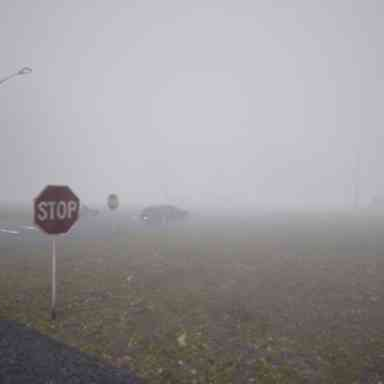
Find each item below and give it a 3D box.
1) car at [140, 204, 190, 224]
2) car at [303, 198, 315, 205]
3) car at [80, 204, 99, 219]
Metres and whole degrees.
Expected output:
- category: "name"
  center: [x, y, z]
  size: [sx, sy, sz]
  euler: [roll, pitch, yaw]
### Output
- category: "car"
  center: [-2.041, 1.732, 26.885]
  size: [1.837, 1.490, 4.892]
  euler: [1, 0, 36]
- category: "car"
  center: [28.711, 2.331, 81.578]
  size: [1.837, 1.490, 4.892]
  euler: [1, 0, 36]
- category: "car"
  center: [-10.148, 1.678, 27.610]
  size: [1.895, 1.301, 4.718]
  euler: [1, 0, 36]
